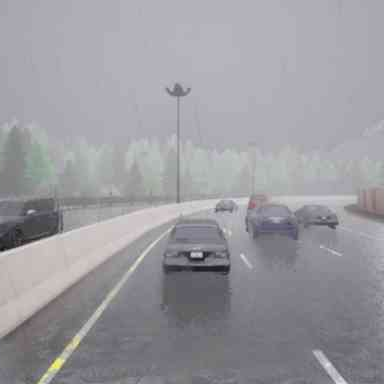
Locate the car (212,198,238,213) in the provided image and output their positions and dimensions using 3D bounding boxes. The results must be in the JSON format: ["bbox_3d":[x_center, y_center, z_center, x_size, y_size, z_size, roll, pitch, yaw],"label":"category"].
[{"bbox_3d":[3.823,1.541,36.500,2.033,1.411,5.357,0,0,16],"label":"car"}]

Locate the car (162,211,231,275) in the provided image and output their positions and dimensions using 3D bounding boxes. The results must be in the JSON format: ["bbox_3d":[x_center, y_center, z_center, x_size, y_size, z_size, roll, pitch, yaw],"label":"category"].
[{"bbox_3d":[0.157,1.545,10.462,2.033,1.411,5.357,0,0,1],"label":"car"}]

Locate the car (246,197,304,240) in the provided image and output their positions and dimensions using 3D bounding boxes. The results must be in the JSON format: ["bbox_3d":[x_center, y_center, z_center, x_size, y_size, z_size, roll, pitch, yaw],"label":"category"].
[{"bbox_3d":[3.991,1.349,17.206,2.097,1.767,4.553,0,0,4],"label":"car"}]

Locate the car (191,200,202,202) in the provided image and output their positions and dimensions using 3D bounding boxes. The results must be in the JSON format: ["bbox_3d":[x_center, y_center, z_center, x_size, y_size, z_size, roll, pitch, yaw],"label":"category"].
[{"bbox_3d":[2.491,1.537,61.224,2.033,1.411,5.357,0,0,29],"label":"car"}]

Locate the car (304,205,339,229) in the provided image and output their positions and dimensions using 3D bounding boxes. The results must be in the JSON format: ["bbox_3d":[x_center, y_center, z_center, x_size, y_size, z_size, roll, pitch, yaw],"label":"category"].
[{"bbox_3d":[7.905,1.544,21.630,2.033,1.411,5.357,0,0,7],"label":"car"}]

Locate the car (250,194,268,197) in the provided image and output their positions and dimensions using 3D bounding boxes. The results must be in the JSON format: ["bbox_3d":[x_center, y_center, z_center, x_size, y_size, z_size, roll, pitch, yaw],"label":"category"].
[{"bbox_3d":[7.352,1.218,35.941,2.150,2.045,5.566,0,0,16],"label":"car"}]

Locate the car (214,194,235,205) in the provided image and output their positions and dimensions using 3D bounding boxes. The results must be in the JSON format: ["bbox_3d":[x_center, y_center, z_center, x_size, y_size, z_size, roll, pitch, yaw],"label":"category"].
[{"bbox_3d":[5.885,1.342,60.165,2.097,1.767,4.553,0,0,29],"label":"car"}]
